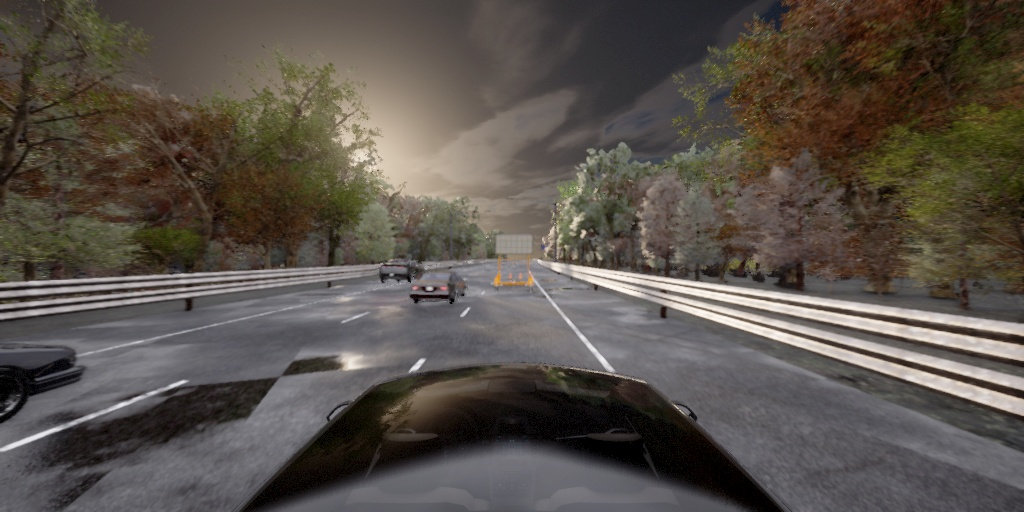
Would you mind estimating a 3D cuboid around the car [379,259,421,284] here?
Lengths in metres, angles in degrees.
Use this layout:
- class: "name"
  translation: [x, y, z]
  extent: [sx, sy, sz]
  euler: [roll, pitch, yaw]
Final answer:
- class: "car"
  translation: [-6.753, 0.989, 22.645]
  extent: [2.128, 1.511, 4.902]
  euler: [3, -3, 1]

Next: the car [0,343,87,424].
- class: "car"
  translation: [-6.894, 1.285, 2.494]
  extent: [2.033, 1.411, 5.357]
  euler: [0, 0, 0]

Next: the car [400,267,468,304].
- class: "car"
  translation: [-3.320, 1.377, 17.009]
  extent: [2.033, 1.411, 5.357]
  euler: [0, 0, 1]

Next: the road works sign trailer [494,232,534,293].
- class: "road works sign trailer"
  translation: [0.129, 0.330, 22.086]
  extent: [2.380, 3.560, 2.880]
  euler: [0, 0, 2]
